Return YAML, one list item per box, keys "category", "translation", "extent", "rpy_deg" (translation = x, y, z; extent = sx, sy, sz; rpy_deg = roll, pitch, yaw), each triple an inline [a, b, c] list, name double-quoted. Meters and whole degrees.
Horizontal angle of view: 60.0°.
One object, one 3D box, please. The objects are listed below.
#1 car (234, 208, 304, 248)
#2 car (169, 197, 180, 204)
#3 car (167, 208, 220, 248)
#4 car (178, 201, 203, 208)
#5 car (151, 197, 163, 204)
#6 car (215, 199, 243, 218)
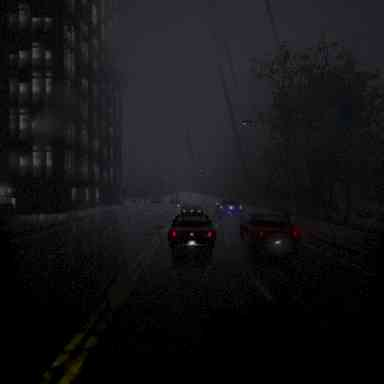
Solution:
- category: "car"
  translation: [3.250, 1.612, 14.682]
  extent: [1.895, 1.301, 4.718]
  rpy_deg: [0, 0, 0]
- category: "car"
  translation: [-3.250, 1.644, 62.594]
  extent: [1.895, 1.301, 4.718]
  rpy_deg: [0, 0, 0]
- category: "car"
  translation: [0.000, 1.612, 14.682]
  extent: [1.895, 1.301, 4.718]
  rpy_deg: [0, 0, 0]
- category: "car"
  translation: [0.000, 1.609, 29.682]
  extent: [1.895, 1.301, 4.718]
  rpy_deg: [0, 0, 0]
- category: "car"
  translation: [-6.501, 1.593, 62.625]
  extent: [2.033, 1.411, 5.357]
  rpy_deg: [0, 0, 0]
- category: "car"
  translation: [3.250, 1.359, 29.622]
  extent: [2.097, 1.767, 4.553]
  rpy_deg: [0, 0, 0]
